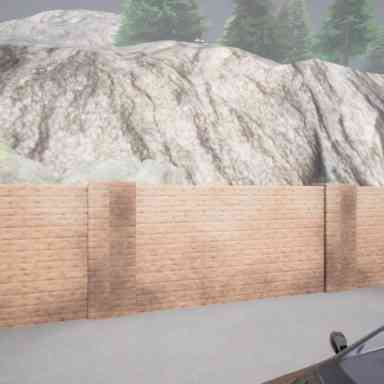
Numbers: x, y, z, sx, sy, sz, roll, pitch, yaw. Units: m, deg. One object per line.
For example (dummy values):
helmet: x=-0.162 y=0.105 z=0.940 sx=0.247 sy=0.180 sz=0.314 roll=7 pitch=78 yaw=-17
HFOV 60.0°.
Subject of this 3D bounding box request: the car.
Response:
car: x=2.122 y=1.492 z=1.934 sx=4.902 sy=1.511 sz=2.128 roll=0 pitch=0 yaw=-19
